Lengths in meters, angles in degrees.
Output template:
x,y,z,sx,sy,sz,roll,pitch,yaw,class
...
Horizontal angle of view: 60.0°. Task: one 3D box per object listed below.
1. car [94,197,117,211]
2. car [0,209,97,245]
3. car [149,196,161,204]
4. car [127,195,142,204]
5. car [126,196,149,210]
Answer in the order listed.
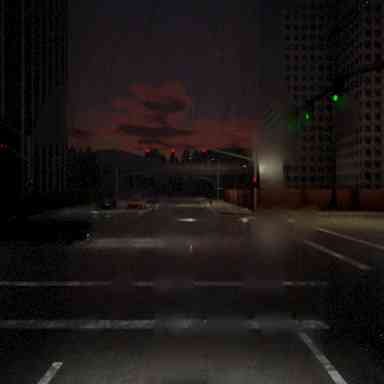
x,y,z,sx,sy,sz,roll,pitch,yaw,class
-10.608,1.425,41.005,1.882,1.535,5.008,0,0,0,car
-6.814,1.582,14.633,4.718,1.301,1.895,0,0,-1,car
-7.056,1.447,61.973,1.812,1.442,4.674,0,0,1,car
-10.557,1.399,61.772,1.882,1.535,5.008,0,0,1,car
-7.104,1.424,42.445,1.882,1.535,5.008,0,1,0,car
